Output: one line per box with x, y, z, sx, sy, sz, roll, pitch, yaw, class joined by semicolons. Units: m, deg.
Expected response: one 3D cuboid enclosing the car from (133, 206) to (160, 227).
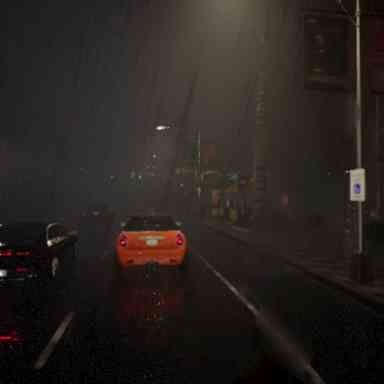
-3.597;1.843;25.727;1.895;1.301;4.718;0;-1;-9;car

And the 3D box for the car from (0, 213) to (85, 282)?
-4.688;1.610;9.964;1.837;1.490;4.892;0;0;-8;car

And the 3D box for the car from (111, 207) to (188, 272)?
-1.407;1.460;11.466;2.097;1.767;4.553;0;-1;-7;car

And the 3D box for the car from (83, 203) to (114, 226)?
-7.120;1.603;25.557;2.097;1.767;4.553;0;-1;-9;car
